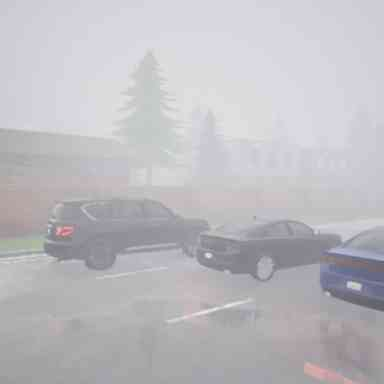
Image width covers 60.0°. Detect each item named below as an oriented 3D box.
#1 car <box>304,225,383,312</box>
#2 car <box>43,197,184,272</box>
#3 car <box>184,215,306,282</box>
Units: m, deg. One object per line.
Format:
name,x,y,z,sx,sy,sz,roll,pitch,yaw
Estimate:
car,4.809,1.461,7.156,5.008,1.535,1.882,0,0,-35
car,-1.882,1.196,10.989,5.566,2.045,2.150,0,0,-35
car,2.430,1.455,9.759,5.008,1.535,1.882,0,0,-35
